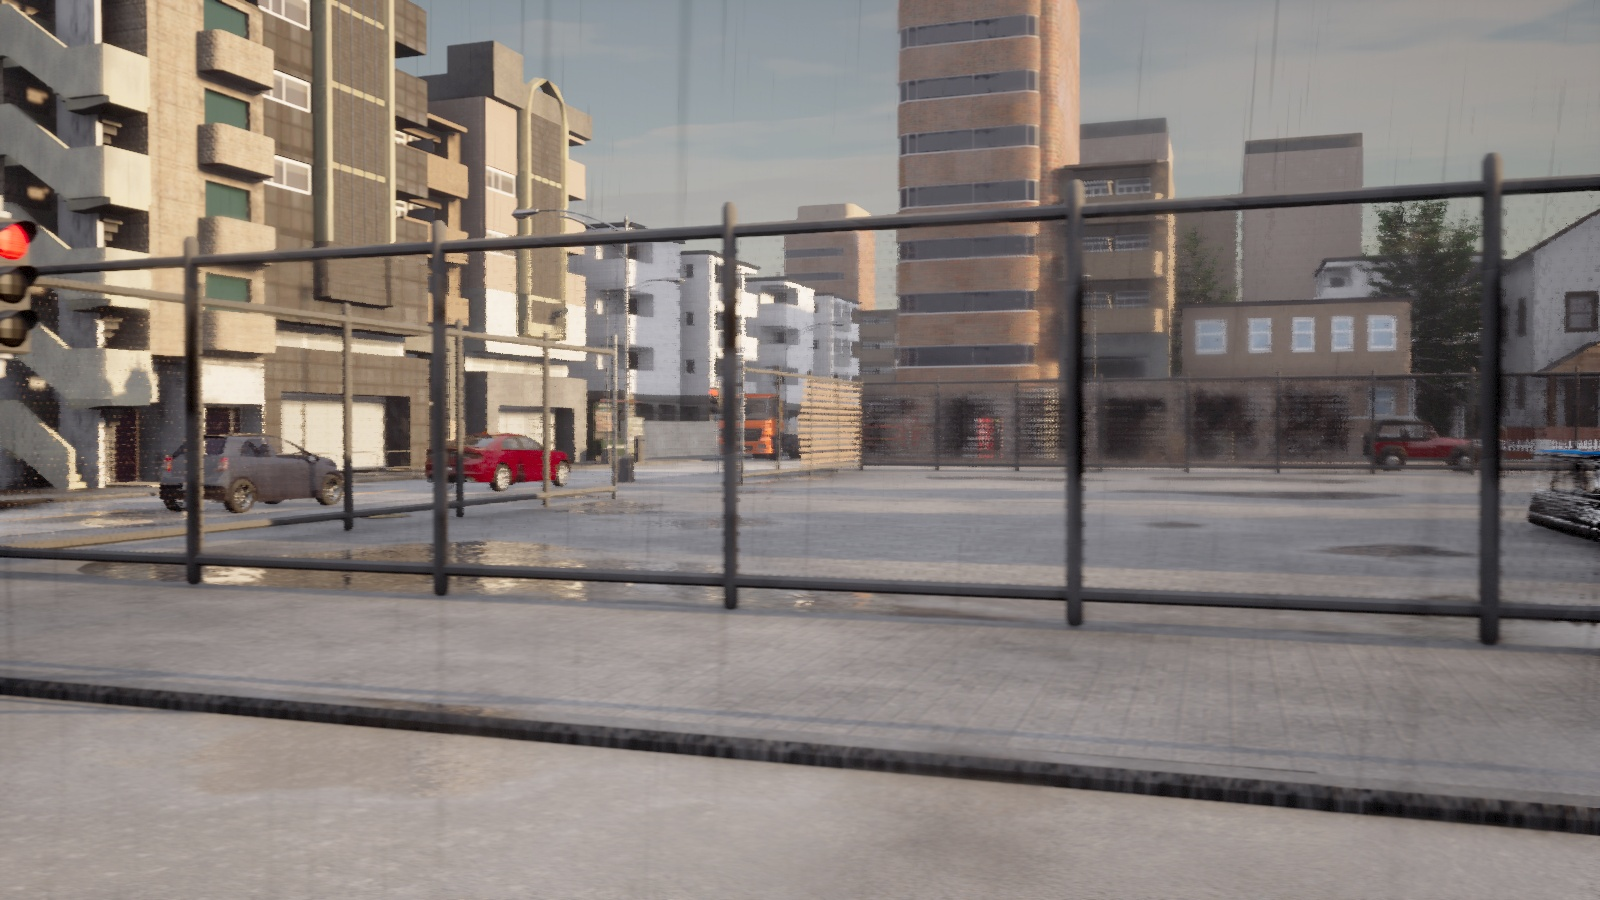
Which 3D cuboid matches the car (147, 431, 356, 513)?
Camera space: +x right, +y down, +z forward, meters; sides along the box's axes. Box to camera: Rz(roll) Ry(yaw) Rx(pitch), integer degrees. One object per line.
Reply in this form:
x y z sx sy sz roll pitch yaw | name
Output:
-10.797 0.369 25.001 1.845 1.501 3.633 1 1 19 | car

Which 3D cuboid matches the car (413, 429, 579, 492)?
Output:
-7.961 0.208 33.444 1.882 1.535 5.008 1 1 19 | car

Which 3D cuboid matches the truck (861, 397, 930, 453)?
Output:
6.966 -1.794 90.261 2.891 3.827 8.468 1 1 19 | truck

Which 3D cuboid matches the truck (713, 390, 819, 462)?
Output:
-1.607 -1.237 64.839 2.891 3.462 7.936 1 1 19 | truck

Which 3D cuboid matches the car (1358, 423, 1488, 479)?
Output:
21.846 0.006 44.188 3.866 1.878 1.905 1 1 19 | car

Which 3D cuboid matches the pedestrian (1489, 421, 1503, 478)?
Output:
22.759 -0.030 41.049 0.354 1.836 0.706 1 1 28 | pedestrian
